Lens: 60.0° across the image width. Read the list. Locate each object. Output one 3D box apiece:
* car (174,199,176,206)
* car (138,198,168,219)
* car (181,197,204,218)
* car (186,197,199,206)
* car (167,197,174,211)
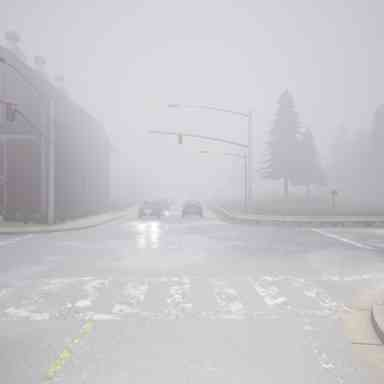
[{"bbox_3d":[-3.539,1.526,53.885,1.812,1.442,4.674,0,0,0],"label":"car"},{"bbox_3d":[-3.577,1.492,29.636,2.128,1.511,4.902,0,0,0],"label":"car"},{"bbox_3d":[0.024,1.492,30.452,2.128,1.511,4.902,0,0,0],"label":"car"},{"bbox_3d":[0.044,1.547,55.918,2.033,1.411,5.357,0,0,0],"label":"car"},{"bbox_3d":[-3.567,1.506,39.957,1.837,1.490,4.892,0,0,0],"label":"car"}]
